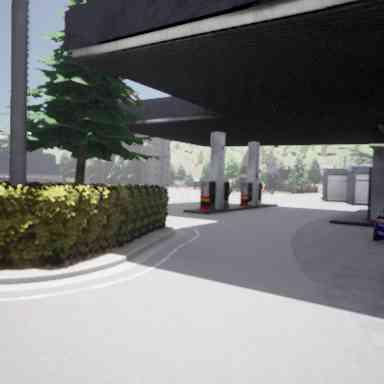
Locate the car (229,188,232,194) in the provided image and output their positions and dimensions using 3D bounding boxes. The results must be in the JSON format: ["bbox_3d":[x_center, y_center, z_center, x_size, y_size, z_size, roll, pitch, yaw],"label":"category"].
[{"bbox_3d":[6.031,-0.395,68.450,4.514,1.523,2.007,3,2,35],"label":"car"}]

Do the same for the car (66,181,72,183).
[{"bbox_3d":[-26.054,-1.469,68.171,4.605,1.855,1.932,3,2,35],"label":"car"}]

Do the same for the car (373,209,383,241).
[{"bbox_3d":[9.839,1.413,15.470,2.242,1.667,4.611,3,2,35],"label":"car"}]

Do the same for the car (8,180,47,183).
[{"bbox_3d":[-17.696,-0.299,35.354,3.866,1.878,1.905,3,2,35],"label":"car"}]

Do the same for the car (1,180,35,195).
[{"bbox_3d":[-22.262,-0.611,42.549,4.605,1.855,1.932,3,2,35],"label":"car"}]

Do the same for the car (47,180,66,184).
[{"bbox_3d":[-27.380,-1.447,65.553,3.866,1.878,1.905,3,2,35],"label":"car"}]
